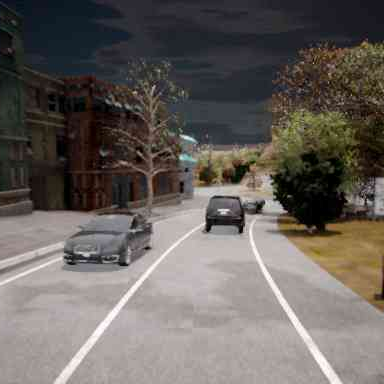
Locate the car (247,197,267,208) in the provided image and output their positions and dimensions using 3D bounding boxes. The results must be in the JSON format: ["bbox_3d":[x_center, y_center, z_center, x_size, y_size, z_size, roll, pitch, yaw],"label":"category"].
[{"bbox_3d":[11.098,1.710,56.798,2.033,1.411,5.357,3,2,25],"label":"car"}]

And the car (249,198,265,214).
[{"bbox_3d":[7.038,1.649,38.435,2.128,1.511,4.902,2,0,19],"label":"car"}]

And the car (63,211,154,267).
[{"bbox_3d":[-2.587,1.460,11.408,1.837,1.490,4.892,1,0,7],"label":"car"}]

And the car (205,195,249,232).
[{"bbox_3d":[2.170,1.239,20.451,2.150,2.045,5.566,1,0,10],"label":"car"}]
